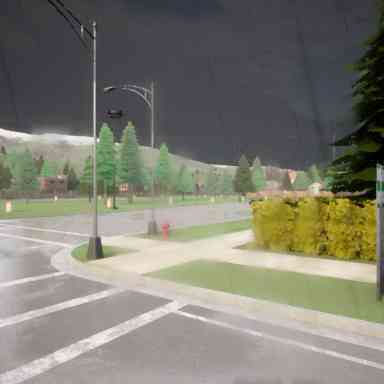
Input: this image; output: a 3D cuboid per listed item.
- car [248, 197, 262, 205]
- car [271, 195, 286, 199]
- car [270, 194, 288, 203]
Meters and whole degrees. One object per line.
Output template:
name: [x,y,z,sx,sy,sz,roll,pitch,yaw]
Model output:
car: [11.887,1.601,59.473,1.895,1.301,4.718,0,0,36]
car: [15.179,1.526,58.055,1.812,1.442,4.674,0,0,36]
car: [17.731,1.353,67.546,2.097,1.767,4.553,0,0,36]
